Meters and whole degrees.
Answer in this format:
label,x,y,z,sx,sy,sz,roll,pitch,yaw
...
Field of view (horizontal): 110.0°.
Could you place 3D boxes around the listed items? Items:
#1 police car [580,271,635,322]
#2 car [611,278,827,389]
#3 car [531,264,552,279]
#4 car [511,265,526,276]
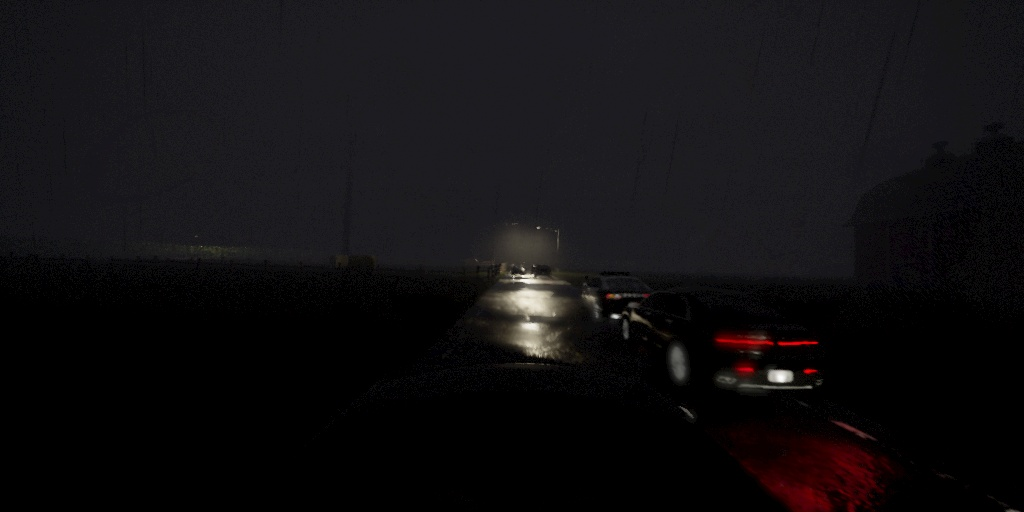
label,x,y,z,sx,sy,sz,roll,pitch,yaw
police car,3.745,1.378,13.299,1.930,1.638,5.238,1,-1,1
car,3.619,1.381,7.190,1.837,1.490,4.892,1,-1,1
car,3.567,1.769,41.584,1.882,1.535,5.008,1,-1,2
car,0.870,1.871,48.040,2.033,1.411,5.357,1,-1,1
